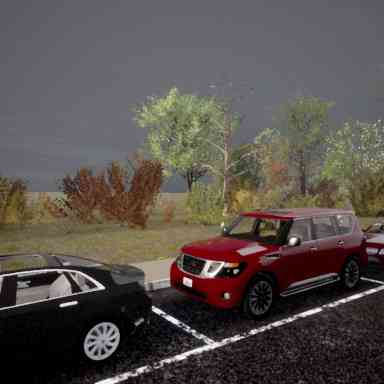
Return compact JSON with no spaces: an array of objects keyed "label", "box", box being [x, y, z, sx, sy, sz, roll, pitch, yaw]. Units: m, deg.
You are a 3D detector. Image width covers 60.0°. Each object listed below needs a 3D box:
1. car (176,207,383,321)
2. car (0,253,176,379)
[{"label":"car","box":[1.971,1.316,7.487,5.009,1.841,2.192,0,1,-35]},{"label":"car","box":[-2.635,1.551,4.209,4.403,1.369,2.008,0,1,-35]}]
